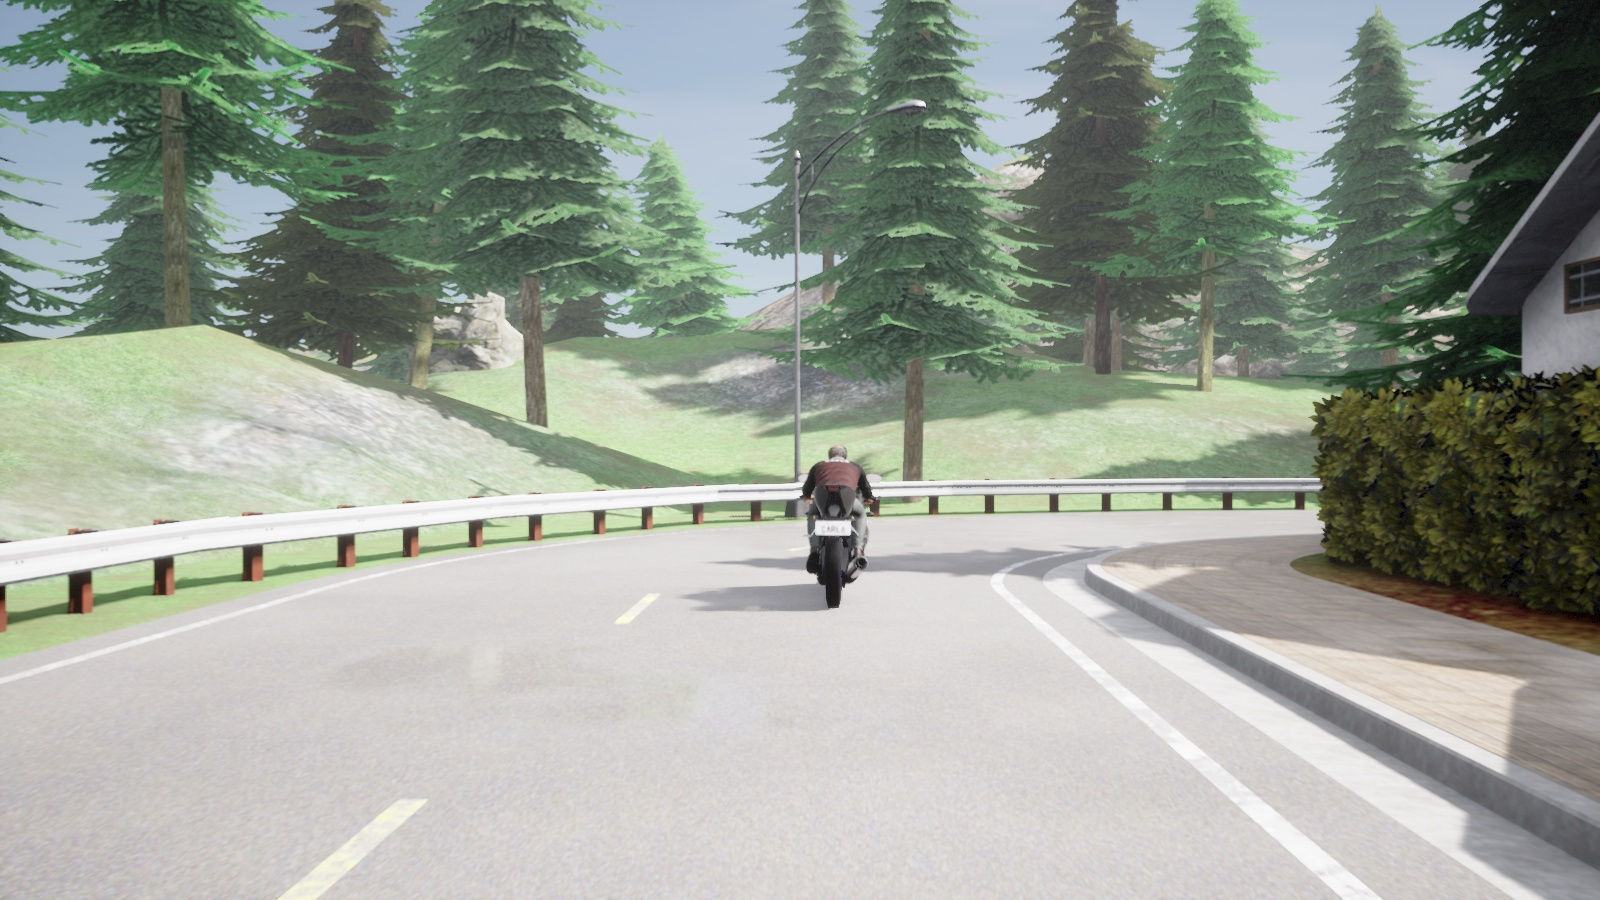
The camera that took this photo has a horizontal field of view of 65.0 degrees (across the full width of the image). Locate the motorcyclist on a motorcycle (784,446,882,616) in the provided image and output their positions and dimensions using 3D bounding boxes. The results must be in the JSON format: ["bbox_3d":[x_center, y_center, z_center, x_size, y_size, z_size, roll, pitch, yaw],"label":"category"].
[{"bbox_3d":[0.371,0.728,12.478,0.866,1.530,2.191,0,0,4],"label":"motorcyclist on a motorcycle"}]
